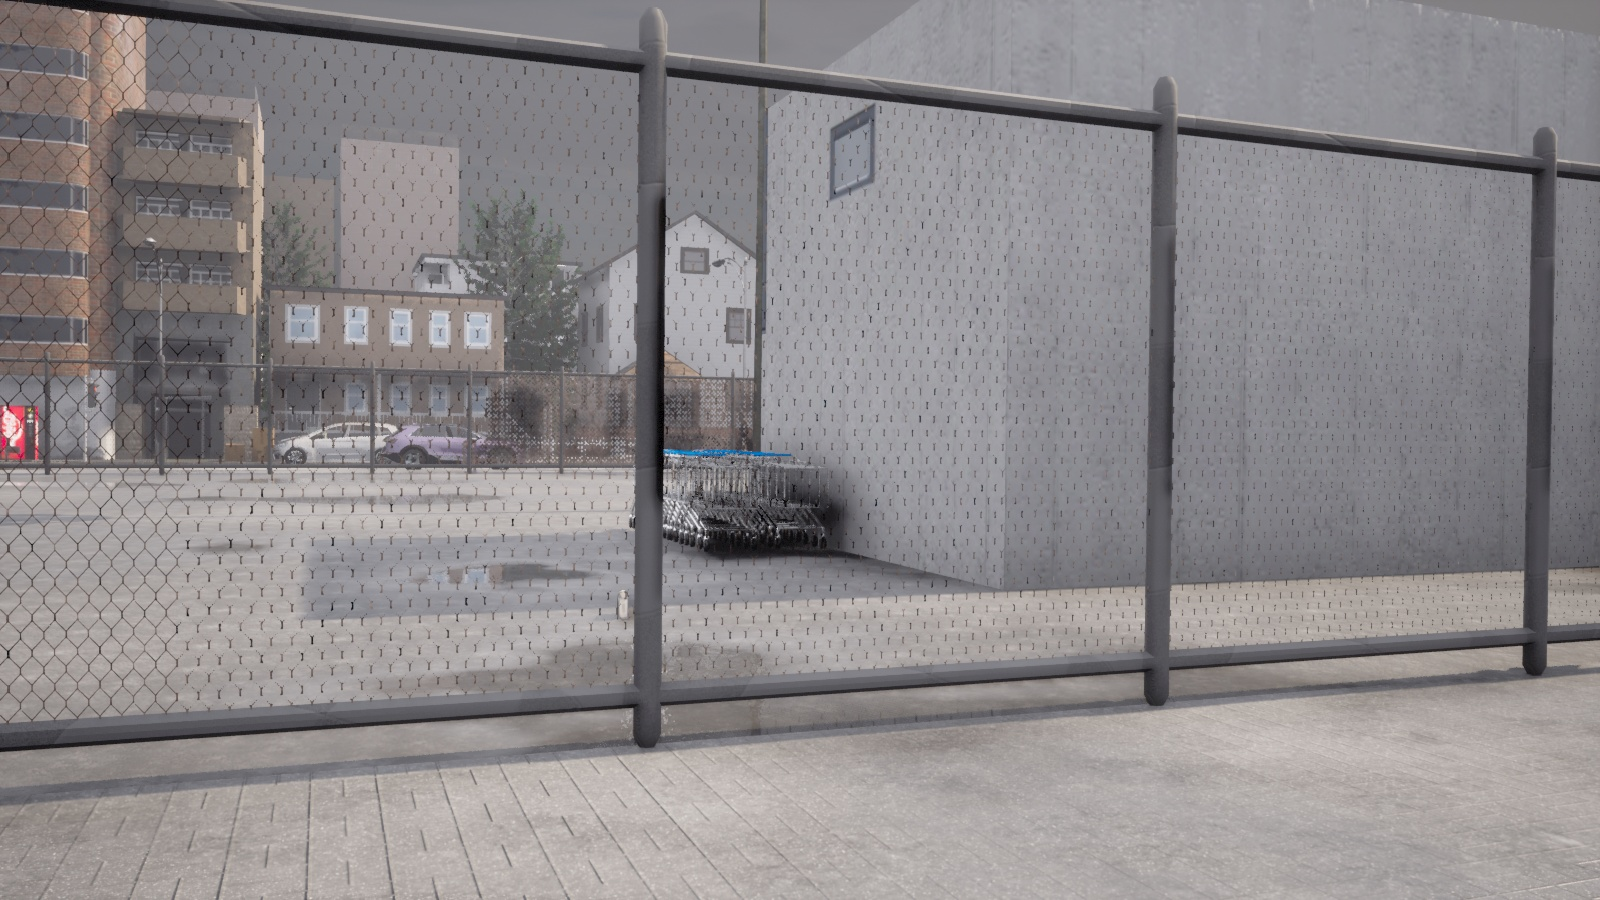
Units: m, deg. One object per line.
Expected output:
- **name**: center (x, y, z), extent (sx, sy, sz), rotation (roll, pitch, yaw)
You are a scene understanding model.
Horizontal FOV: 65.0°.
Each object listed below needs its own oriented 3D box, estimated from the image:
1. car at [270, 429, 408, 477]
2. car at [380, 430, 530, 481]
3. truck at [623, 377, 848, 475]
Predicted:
- **car**: center (-16.789, 0.078, 45.866), extent (4.611, 1.667, 2.242), rotation (-1, 1, -20)
- **car**: center (-11.962, 0.150, 43.462), extent (4.856, 1.649, 2.033), rotation (-1, 1, -19)
- **truck**: center (-2.431, -0.924, 47.105), extent (7.936, 3.462, 2.891), rotation (-1, 1, -18)
